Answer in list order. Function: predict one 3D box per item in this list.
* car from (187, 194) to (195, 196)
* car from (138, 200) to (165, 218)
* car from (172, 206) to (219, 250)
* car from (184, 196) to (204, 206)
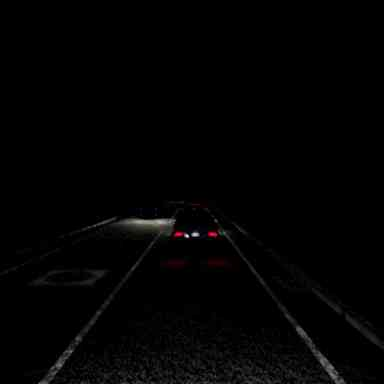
[{"bbox_3d":[-0.295,1.270,70.810,1.882,1.535,5.008,0,1,17],"label":"car"},{"bbox_3d":[-3.524,1.426,29.415,1.882,1.535,5.008,0,0,0],"label":"car"},{"bbox_3d":[0.128,1.542,14.179,2.033,1.411,5.357,0,0,0],"label":"car"},{"bbox_3d":[0.174,1.426,34.221,2.128,1.511,4.902,0,0,0],"label":"car"}]
